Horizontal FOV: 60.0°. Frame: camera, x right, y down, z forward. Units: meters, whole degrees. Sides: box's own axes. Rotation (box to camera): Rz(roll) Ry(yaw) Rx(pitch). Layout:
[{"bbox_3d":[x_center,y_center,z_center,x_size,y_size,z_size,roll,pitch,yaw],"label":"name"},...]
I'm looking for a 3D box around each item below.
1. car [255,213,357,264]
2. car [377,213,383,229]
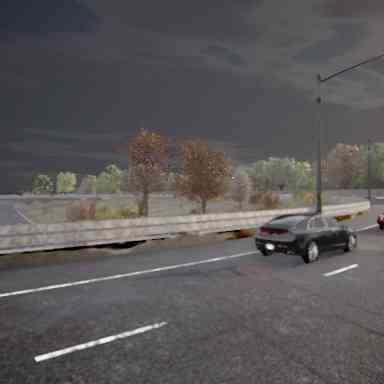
[{"bbox_3d":[4.307,1.535,12.192,4.892,1.490,1.837,1,-1,-41],"label":"car"},{"bbox_3d":[13.246,1.650,20.952,1.895,1.301,4.718,0,0,42],"label":"car"}]
